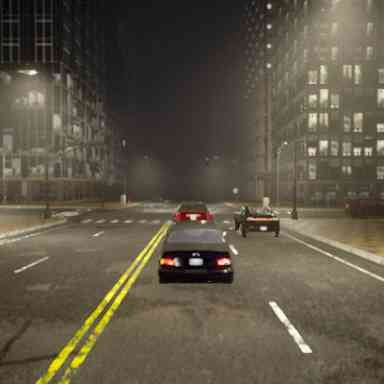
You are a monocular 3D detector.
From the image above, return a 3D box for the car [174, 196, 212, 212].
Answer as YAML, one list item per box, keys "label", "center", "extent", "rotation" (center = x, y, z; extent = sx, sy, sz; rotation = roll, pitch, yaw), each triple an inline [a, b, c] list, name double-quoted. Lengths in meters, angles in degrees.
- label: "car"
  center: [0.059, 1.308, 18.889]
  extent: [2.097, 1.767, 4.553]
  rotation: [0, 0, 0]

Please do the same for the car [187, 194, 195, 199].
- label: "car"
  center: [-0.212, 1.135, 90.652]
  extent: [1.994, 1.385, 4.181]
  rotation: [0, 0, 0]

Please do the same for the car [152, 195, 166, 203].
- label: "car"
  center: [-6.669, 1.434, 64.732]
  extent: [1.895, 1.301, 4.718]
  rotation: [0, 0, 0]

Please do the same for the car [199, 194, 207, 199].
- label: "car"
  center: [3.038, 1.135, 90.659]
  extent: [1.994, 1.385, 4.181]
  rotation: [0, 0, 0]

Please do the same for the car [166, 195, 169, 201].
- label: "car"
  center: [-6.688, 1.379, 80.216]
  extent: [1.895, 1.301, 4.718]
  rotation: [0, 0, 0]

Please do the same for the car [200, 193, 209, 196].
- label: "car"
  center: [3.062, 1.130, 80.593]
  extent: [2.097, 1.767, 4.553]
  rotation: [0, 0, 0]

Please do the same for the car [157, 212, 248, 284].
- label: "car"
  center: [0.078, 1.526, 9.575]
  extent: [2.033, 1.411, 5.357]
  rotation: [0, 0, 0]

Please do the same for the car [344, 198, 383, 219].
- label: "car"
  center: [16.134, 1.466, 29.484]
  extent: [5.009, 1.841, 2.192]
  rotation: [1, 1, 1]

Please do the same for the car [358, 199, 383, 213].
- label: "car"
  center: [21.723, 1.575, 37.784]
  extent: [4.829, 1.417, 1.752]
  rotation: [1, 1, 1]

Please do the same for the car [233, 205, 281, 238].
- label: "car"
  center: [3.303, 1.449, 17.543]
  extent: [2.128, 1.511, 4.902]
  rotation: [0, 0, 1]

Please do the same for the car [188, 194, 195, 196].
- label: "car"
  center: [-0.188, 1.327, 80.617]
  extent: [1.994, 1.385, 4.181]
  rotation: [0, 0, 0]
